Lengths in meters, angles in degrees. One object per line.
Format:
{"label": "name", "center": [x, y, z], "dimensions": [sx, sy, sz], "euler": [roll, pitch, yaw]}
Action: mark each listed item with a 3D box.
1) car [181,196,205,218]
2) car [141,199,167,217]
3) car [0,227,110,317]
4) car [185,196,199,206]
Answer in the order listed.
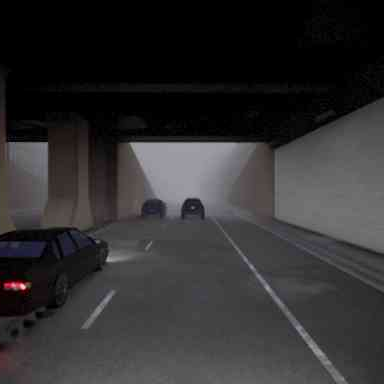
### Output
{"label": "car", "center": [0.075, 1.333, 28.967], "dimensions": [2.033, 1.649, 4.856], "euler": [0, 0, 0]}
{"label": "car", "center": [-3.407, 1.377, 30.375], "dimensions": [1.882, 1.535, 5.008], "euler": [0, 0, 0]}
{"label": "car", "center": [-3.408, 1.521, 7.715], "dimensions": [2.033, 1.411, 5.357], "euler": [0, 0, 0]}
{"label": "car", "center": [-0.002, 1.335, 51.316], "dimensions": [2.163, 1.488, 4.792], "euler": [0, 0, 0]}
